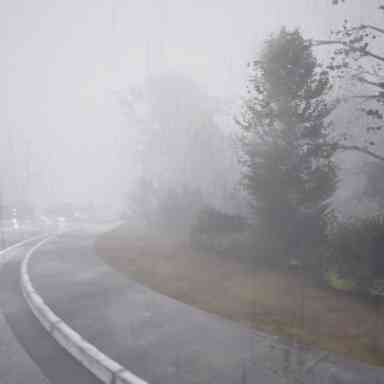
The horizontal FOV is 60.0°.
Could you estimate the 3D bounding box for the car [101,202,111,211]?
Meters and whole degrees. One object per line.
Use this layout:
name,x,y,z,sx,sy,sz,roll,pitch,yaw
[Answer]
car,-14.981,2.468,56.484,1.837,1.490,4.892,0,-2,-3

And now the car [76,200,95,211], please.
car,-18.623,2.377,58.165,2.097,1.767,4.553,0,-2,-3

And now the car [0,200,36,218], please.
car,-17.241,1.618,32.696,2.097,1.767,4.553,0,-1,-3

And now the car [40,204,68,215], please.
car,-17.775,2.167,43.033,1.895,1.301,4.718,0,-2,-3

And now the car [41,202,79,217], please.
car,-13.831,1.825,35.136,1.837,1.490,4.892,0,-2,-3

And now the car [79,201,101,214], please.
car,-14.347,2.163,45.059,2.033,1.411,5.357,0,-2,-3

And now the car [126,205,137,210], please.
car,-12.113,2.819,66.798,1.994,1.385,4.181,0,-2,-4
